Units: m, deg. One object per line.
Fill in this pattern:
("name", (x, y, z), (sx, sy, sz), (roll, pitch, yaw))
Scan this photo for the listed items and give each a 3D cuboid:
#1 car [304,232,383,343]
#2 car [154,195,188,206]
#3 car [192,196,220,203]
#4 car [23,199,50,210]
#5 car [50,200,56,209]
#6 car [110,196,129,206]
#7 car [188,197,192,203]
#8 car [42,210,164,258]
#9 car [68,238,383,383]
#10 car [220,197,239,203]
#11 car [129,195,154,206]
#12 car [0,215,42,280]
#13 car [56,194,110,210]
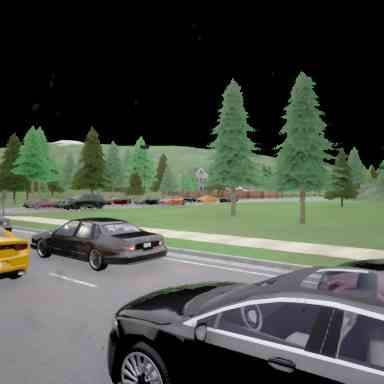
("car", (4.186, 1.564, 5.202), (4.181, 1.385, 1.994), (0, 0, 38))
("car", (-3.333, 1.351, 53.975), (2.097, 1.767, 4.553), (0, 0, 39))
("car", (2.873, 1.477, 67.307), (1.882, 1.535, 5.008), (0, 0, 39))
("car", (-20.097, 1.564, 44.139), (1.994, 1.385, 4.181), (0, 0, 38))
("car", (-15.843, 1.564, 43.866), (1.994, 1.385, 4.181), (0, 0, 39))
("car", (-12.156, 1.478, 54.129), (1.882, 1.535, 5.008), (0, 1, 39))
("car", (0.213, 1.601, 69.543), (1.895, 1.301, 4.718), (0, 0, 38))
("car", (-3.245, 1.547, 10.955), (5.357, 1.411, 2.033), (0, 0, 38))
("car", (1.220, 1.492, 3.080), (4.902, 1.511, 2.128), (0, 0, 38))
("car", (7.484, 1.604, 67.442), (1.895, 1.301, 4.718), (0, 0, 38))
("car", (-7.417, 1.351, 54.464), (2.097, 1.767, 4.553), (0, 0, 39))
("car", (-6.252, 1.478, 8.860), (5.008, 1.535, 1.882), (0, 0, 38))
("car", (-13.423, 1.221, 41.287), (2.150, 2.045, 5.566), (0, 0, 38))
